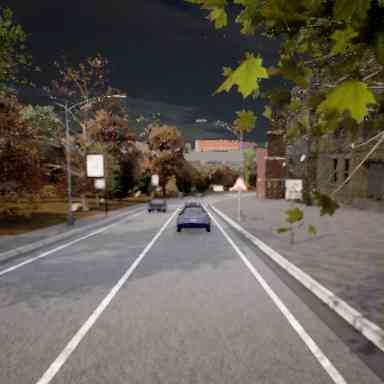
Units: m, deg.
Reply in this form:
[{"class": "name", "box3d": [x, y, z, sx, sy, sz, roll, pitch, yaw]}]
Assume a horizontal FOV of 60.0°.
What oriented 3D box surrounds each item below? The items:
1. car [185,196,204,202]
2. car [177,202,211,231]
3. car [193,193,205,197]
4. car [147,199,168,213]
[{"class": "car", "box3d": [0.102, 1.514, 40.497, 1.895, 1.301, 4.718, 0, 0, 0]}, {"class": "car", "box3d": [0.093, 1.526, 20.346, 1.994, 1.385, 4.181, 0, 0, 0]}, {"class": "car", "box3d": [1.563, 0.837, 77.971, 1.994, 1.385, 4.181, 2, 2, 18]}, {"class": "car", "box3d": [-3.596, 1.481, 35.698, 2.033, 1.411, 5.357, 0, 0, 0]}]
